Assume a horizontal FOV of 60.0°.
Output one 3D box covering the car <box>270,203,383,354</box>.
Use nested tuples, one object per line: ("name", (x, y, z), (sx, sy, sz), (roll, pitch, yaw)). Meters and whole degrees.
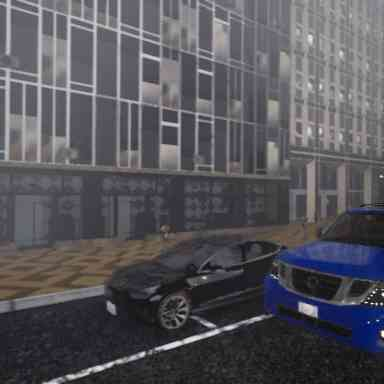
("car", (3.818, 1.247, 6.102), (5.566, 2.045, 2.150), (0, 0, -36))

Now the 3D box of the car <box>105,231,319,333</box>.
("car", (0.422, 1.583, 6.856), (4.313, 1.339, 1.947), (0, 0, -35))

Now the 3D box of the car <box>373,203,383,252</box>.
("car", (9.687, 1.378, 13.463), (5.009, 1.841, 2.192), (0, 0, -35))
